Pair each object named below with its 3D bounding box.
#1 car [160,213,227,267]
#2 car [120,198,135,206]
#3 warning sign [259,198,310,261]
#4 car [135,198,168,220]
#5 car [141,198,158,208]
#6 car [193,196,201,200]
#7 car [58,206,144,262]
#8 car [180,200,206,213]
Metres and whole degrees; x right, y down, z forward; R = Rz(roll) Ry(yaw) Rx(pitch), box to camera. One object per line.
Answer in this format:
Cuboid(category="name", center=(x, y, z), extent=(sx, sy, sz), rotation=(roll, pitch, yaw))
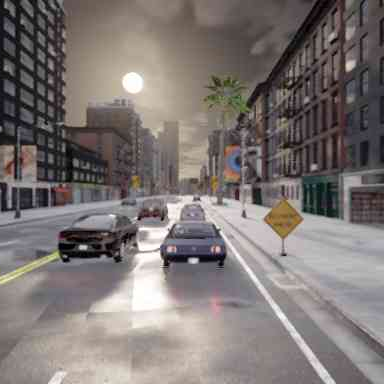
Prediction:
Cuboid(category="car", center=(0.065, 1.613, 11.367), extent=(1.895, 1.301, 4.718), rotation=(0, 0, 1))
Cuboid(category="car", center=(-9.790, 1.610, 51.823), extent=(2.033, 1.411, 5.357), rotation=(0, 0, 0))
Cuboid(category="warning sign", center=(2.853, 1.126, 10.426), extent=(1.300, 1.860, 1.060), rotation=(0, 0, 0))
Cuboid(category="car", center=(-3.170, 1.381, 27.974), extent=(2.097, 1.767, 4.553), rotation=(0, 0, 0))
Cuboid(category="car", center=(-6.545, 1.610, 51.897), extent=(2.033, 1.411, 5.357), rotation=(0, 0, 0))
Cuboid(category="car", center=(1.176, 1.628, 80.423), extent=(1.812, 1.442, 4.674), rotation=(0, 0, 0))
Cuboid(category="car", center=(-3.181, 1.491, 12.209), extent=(1.882, 1.535, 5.008), rotation=(0, -1, 0))
Cuboid(category="car", center=(0.055, 1.574, 24.527), extent=(2.033, 1.411, 5.357), rotation=(0, 0, 1))
